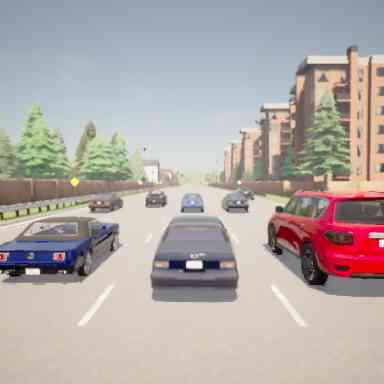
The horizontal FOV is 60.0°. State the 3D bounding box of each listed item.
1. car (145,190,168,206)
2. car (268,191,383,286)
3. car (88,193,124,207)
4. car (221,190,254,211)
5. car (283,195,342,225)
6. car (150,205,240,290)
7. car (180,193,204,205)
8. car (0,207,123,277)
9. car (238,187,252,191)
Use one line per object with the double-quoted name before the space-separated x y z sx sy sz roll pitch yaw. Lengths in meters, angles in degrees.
"car" -3.494 0.582 33.183 2.128 1.511 4.902 0 2 0
"car" 3.605 0.975 8.813 2.150 2.045 5.566 0 1 0
"car" -6.974 0.795 27.410 2.033 1.411 5.357 0 2 0
"car" 3.522 0.789 27.664 2.033 1.411 5.357 0 2 0
"car" 7.072 0.975 20.059 1.812 1.442 4.674 0 1 0
"car" 0.101 1.309 8.600 2.033 1.411 5.357 0 2 1
"car" 0.023 0.791 27.586 2.033 1.411 5.357 0 2 0
"car" -3.395 1.342 9.314 1.895 1.301 4.718 0 2 0
"car" 6.892 0.133 44.511 2.097 1.767 4.553 0 2 0
